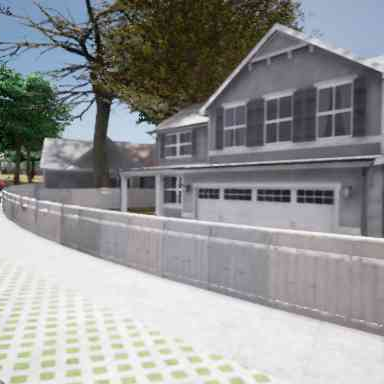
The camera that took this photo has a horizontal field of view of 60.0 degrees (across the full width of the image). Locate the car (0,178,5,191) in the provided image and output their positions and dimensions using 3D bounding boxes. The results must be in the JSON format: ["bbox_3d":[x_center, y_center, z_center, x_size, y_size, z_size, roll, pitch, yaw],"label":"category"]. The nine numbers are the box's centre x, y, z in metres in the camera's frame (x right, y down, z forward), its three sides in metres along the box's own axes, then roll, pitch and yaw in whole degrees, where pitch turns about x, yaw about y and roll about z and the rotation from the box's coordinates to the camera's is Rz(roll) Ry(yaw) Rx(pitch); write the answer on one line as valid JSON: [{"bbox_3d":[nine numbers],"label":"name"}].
[{"bbox_3d":[-30.128,-1.065,49.616,2.150,2.045,5.566,1,2,-4],"label":"car"}]
